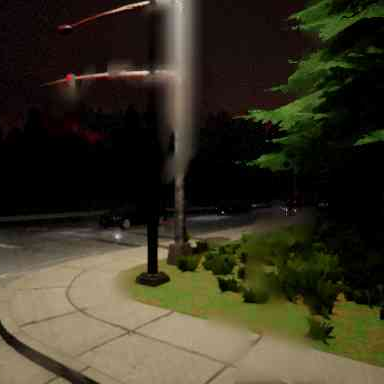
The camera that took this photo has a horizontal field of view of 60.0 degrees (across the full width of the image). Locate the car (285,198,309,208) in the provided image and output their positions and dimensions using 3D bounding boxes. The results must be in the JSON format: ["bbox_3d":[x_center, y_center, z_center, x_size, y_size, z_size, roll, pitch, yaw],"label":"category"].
[{"bbox_3d":[15.047,1.566,47.431,1.895,1.301,4.718,0,0,37],"label":"car"}]

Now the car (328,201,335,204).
[{"bbox_3d":[22.570,1.456,51.468,2.128,1.511,4.902,0,0,37],"label":"car"}]

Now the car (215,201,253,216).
[{"bbox_3d":[4.104,1.563,32.418,1.895,1.301,4.718,0,0,35],"label":"car"}]

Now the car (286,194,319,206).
[{"bbox_3d":[12.831,1.186,38.324,2.150,2.045,5.566,0,0,36],"label":"car"}]

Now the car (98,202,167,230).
[{"bbox_3d":[-3.644,1.440,21.225,1.882,1.535,5.008,0,0,35],"label":"car"}]
